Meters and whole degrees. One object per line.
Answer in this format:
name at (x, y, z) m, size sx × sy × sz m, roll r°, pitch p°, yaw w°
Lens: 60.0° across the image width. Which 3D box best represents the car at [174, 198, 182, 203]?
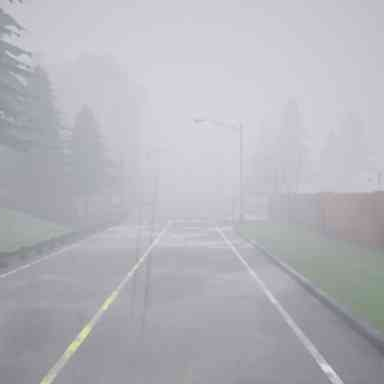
car at (-3.548, 2.266, 85.355) m, size 1.882 × 1.535 × 5.008 m, roll 0°, pitch -1°, yaw 0°
